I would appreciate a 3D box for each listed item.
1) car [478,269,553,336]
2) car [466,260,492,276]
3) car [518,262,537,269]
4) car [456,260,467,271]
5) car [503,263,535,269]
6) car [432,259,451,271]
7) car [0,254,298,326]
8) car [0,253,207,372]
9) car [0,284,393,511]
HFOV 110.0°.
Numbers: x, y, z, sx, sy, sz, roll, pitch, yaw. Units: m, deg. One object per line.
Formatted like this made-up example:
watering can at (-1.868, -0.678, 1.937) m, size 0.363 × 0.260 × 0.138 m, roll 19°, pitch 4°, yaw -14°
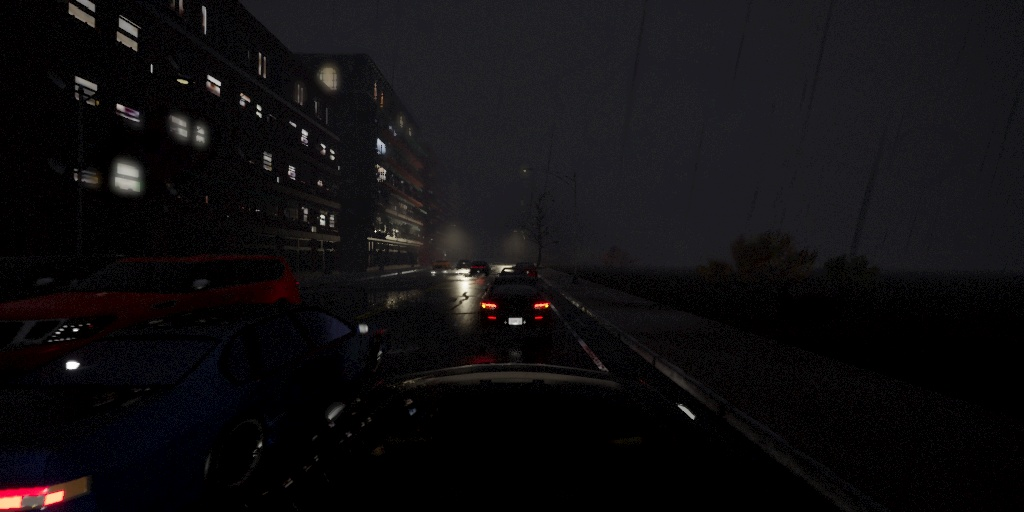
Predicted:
car at (0.072, 1.277, 10.239) m, size 1.812 × 1.442 × 4.674 m, roll 0°, pitch 0°, yaw 0°
car at (-3.232, 1.256, 36.648) m, size 1.837 × 1.490 × 4.892 m, roll 0°, pitch 0°, yaw 0°
car at (1.071, 1.231, 29.935) m, size 1.882 × 1.535 × 5.008 m, roll 0°, pitch 0°, yaw 0°
car at (-6.711, 1.257, 50.716) m, size 1.837 × 1.490 × 4.892 m, roll 0°, pitch 0°, yaw 0°
car at (0.057, 1.317, 20.407) m, size 1.994 × 1.385 × 4.181 m, roll 0°, pitch 0°, yaw 0°
car at (-9.961, 1.230, 50.824) m, size 1.882 × 1.535 × 5.008 m, roll 0°, pitch 0°, yaw 0°
car at (-6.614, 0.972, 7.160) m, size 2.150 × 2.045 × 5.566 m, roll 0°, pitch 0°, yaw 0°
car at (-9.865, 0.972, 7.538) m, size 2.150 × 2.045 × 5.566 m, roll 0°, pitch 0°, yaw 0°
car at (-3.159, 1.298, 4.338) m, size 2.033 × 1.411 × 5.357 m, roll 0°, pitch 0°, yaw 0°
